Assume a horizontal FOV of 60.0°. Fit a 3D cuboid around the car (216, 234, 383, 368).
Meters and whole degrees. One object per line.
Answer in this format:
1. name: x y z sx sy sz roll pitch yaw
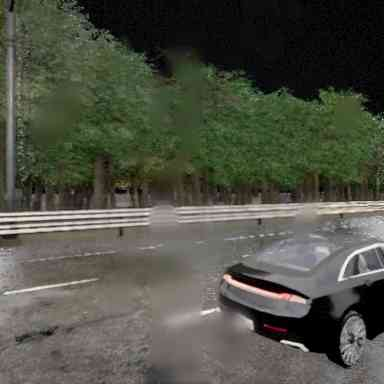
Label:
1. car: 2.664 1.494 5.770 4.902 1.511 2.128 0 0 -35
